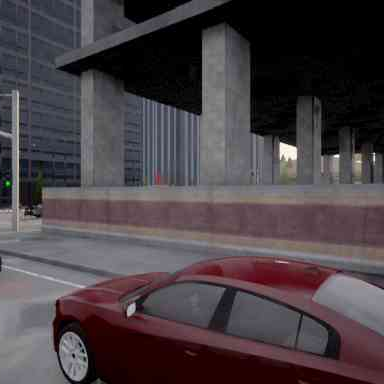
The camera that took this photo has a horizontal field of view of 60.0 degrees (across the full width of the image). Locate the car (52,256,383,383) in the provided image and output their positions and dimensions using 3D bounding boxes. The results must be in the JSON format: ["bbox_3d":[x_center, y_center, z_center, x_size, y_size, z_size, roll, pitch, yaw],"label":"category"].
[{"bbox_3d":[0.470,1.478,3.655,5.008,1.535,1.882,0,0,35],"label":"car"}]

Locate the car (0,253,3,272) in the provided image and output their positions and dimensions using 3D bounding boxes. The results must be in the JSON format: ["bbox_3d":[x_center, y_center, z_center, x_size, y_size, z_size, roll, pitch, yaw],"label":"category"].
[{"bbox_3d":[-6.876,1.564,8.844,4.181,1.385,1.994,0,0,36],"label":"car"}]

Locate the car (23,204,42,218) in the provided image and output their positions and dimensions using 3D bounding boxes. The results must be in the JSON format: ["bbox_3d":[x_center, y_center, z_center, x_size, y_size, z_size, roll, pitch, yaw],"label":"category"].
[{"bbox_3d":[-12.142,1.603,29.846,2.033,1.411,5.357,0,0,36],"label":"car"}]

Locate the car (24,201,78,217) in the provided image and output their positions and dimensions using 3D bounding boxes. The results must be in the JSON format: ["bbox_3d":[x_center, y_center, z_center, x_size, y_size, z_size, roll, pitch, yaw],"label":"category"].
[{"bbox_3d":[-14.070,1.656,33.511,1.895,1.301,4.718,0,0,36],"label":"car"}]
